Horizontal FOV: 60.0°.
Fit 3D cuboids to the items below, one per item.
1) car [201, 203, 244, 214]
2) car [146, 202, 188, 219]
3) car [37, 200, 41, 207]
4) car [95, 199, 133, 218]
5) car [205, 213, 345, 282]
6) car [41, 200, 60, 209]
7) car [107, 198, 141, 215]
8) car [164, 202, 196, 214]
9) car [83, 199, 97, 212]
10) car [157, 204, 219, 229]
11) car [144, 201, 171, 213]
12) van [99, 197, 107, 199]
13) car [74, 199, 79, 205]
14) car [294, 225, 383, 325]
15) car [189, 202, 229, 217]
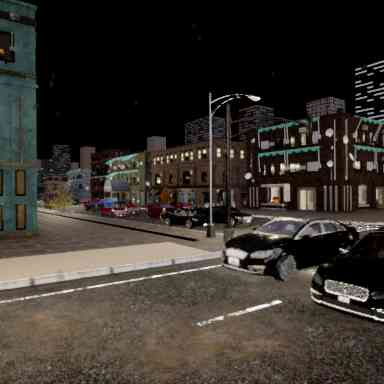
[{"bbox_3d":[2.447,1.735,24.495,1.812,1.442,4.674,-1,0,-37],"label":"car"},{"bbox_3d":[-2.663,1.875,31.710,1.994,1.385,4.181,-1,0,-35],"label":"car"},{"bbox_3d":[-30.690,2.377,66.793,2.008,1.369,4.403,-1,0,-35],"label":"car"},{"bbox_3d":[-8.303,1.847,35.169,1.967,1.590,4.097,-1,0,-35],"label":"car"},{"bbox_3d":[3.056,1.491,9.838,4.902,1.511,2.128,0,0,-35],"label":"car"},{"bbox_3d":[-24.195,2.234,57.618,1.752,1.417,4.829,-1,0,-35],"label":"car"},{"bbox_3d":[-7.819,1.764,38.995,2.097,1.767,4.553,-1,0,-35],"label":"car"},{"bbox_3d":[-1.462,1.904,40.014,1.802,1.307,4.206,-2,0,-35],"label":"car"},{"bbox_3d":[-13.798,2.075,47.502,2.033,1.411,5.357,-1,0,-35],"label":"car"},{"bbox_3d":[-0.381,1.815,23.774,1.947,1.339,4.313,-1,0,-35],"label":"car"},{"bbox_3d":[-4.659,1.966,44.531,1.802,1.307,4.206,-2,0,-35],"label":"car"},{"bbox_3d":[-14.260,1.908,58.083,1.690,1.788,3.998,-1,0,-35],"label":"van"},{"bbox_3d":[-27.049,2.365,76.154,1.947,1.339,4.313,-1,0,-35],"label":"car"},{"bbox_3d":[4.463,1.503,6.849,4.892,1.490,1.837,0,0,-35],"label":"car"},{"bbox_3d":[1.736,1.810,35.496,2.008,1.369,4.403,-2,0,-35],"label":"car"}]
